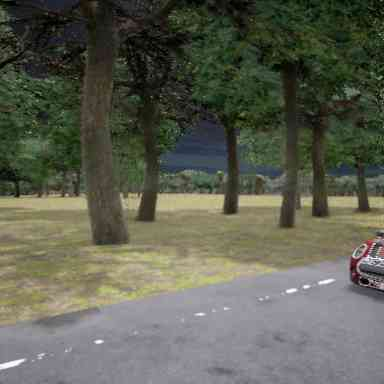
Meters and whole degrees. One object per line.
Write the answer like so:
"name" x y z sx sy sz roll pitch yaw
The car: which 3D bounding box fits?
"car" 5.903 1.395 8.209 4.553 1.767 2.097 0 0 -36
